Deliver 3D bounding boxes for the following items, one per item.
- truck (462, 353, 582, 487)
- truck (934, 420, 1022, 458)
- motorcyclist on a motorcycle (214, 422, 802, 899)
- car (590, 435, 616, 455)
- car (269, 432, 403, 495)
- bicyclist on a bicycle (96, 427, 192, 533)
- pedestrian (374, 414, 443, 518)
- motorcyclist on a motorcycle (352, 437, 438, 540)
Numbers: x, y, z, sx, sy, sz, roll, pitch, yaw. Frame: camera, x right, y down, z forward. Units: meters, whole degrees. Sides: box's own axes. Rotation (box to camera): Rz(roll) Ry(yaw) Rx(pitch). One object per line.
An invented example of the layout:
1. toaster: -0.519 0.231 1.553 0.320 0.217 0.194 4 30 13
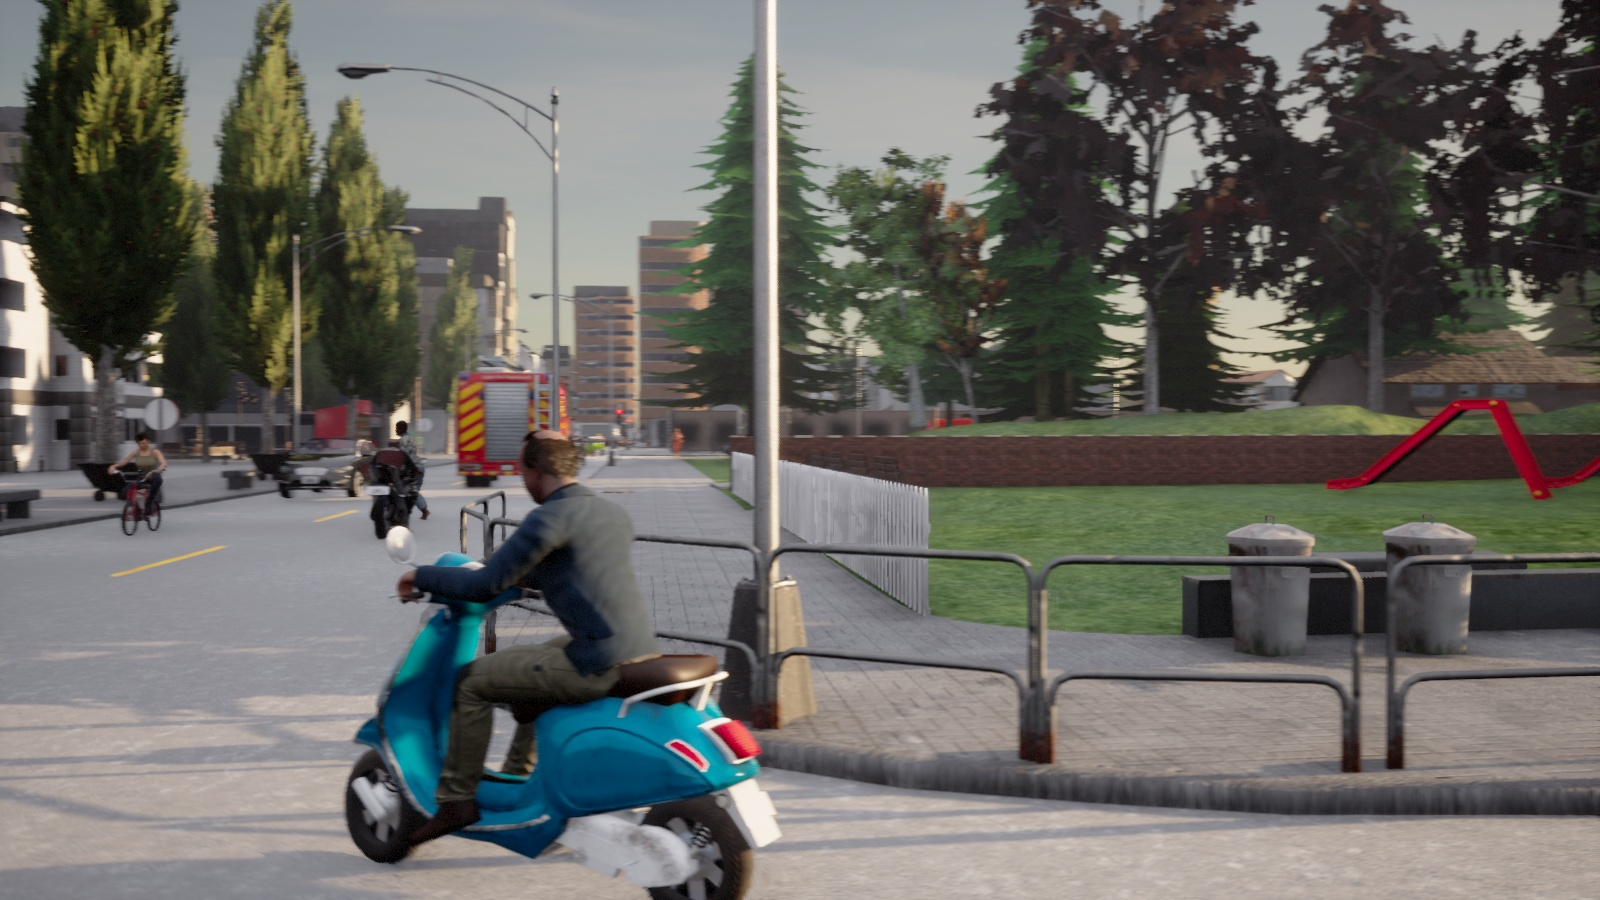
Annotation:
1. truck: -8.702 -0.918 40.225 2.891 3.827 8.468 0 1 -7
2. truck: 11.664 -0.714 82.649 5.204 2.467 2.627 0 1 -7
3. motorcyclist on a motorcycle: -1.015 0.718 4.348 1.817 1.590 0.866 1 -1 27
4. car: -14.072 -0.384 89.531 1.481 1.376 2.207 0 1 -18
5. car: -11.816 0.294 32.348 2.128 1.511 4.902 0 1 -7
6. bicyclist on a bicycle: -10.376 0.447 19.919 0.866 1.612 1.509 0 1 -7
7. pedestrian: -7.127 0.280 22.870 0.900 1.855 0.874 0 1 10
8. motorcyclist on a motorcycle: -6.340 0.566 19.793 0.866 1.530 2.191 0 1 -6
